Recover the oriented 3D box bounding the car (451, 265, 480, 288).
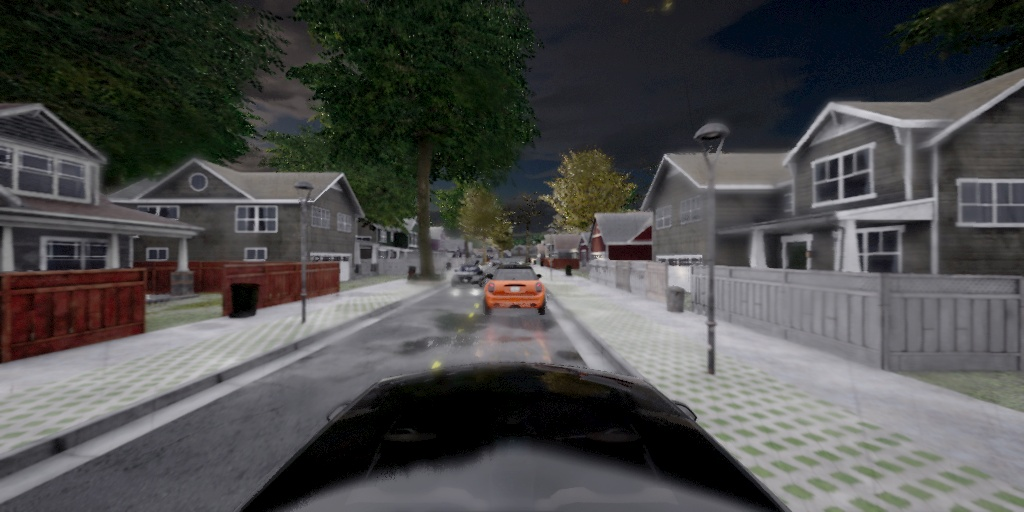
[{"bbox_3d":[-2.842,1.329,24.064,1.994,1.385,4.181,0,0,0],"label":"car"}]

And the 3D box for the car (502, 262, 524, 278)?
[{"bbox_3d":[0.090,1.329,36.329,2.033,1.411,5.357,0,0,0],"label":"car"}]

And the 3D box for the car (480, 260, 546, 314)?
[{"bbox_3d":[0.103,1.107,13.896,2.097,1.767,4.553,0,0,0],"label":"car"}]
